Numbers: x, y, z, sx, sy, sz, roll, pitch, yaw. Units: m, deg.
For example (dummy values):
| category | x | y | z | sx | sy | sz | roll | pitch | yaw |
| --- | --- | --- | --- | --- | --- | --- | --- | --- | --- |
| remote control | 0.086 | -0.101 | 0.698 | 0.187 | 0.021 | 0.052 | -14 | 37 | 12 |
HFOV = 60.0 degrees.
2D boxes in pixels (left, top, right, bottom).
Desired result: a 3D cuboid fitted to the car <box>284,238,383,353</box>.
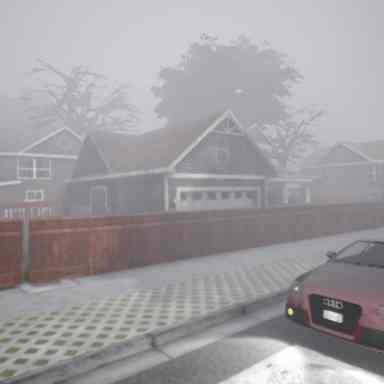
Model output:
| category | x | y | z | sx | sy | sz | roll | pitch | yaw |
| --- | --- | --- | --- | --- | --- | --- | --- | --- | --- |
| car | 3.536 | 1.565 | 5.981 | 4.181 | 1.385 | 1.994 | 0 | 0 | -39 |
